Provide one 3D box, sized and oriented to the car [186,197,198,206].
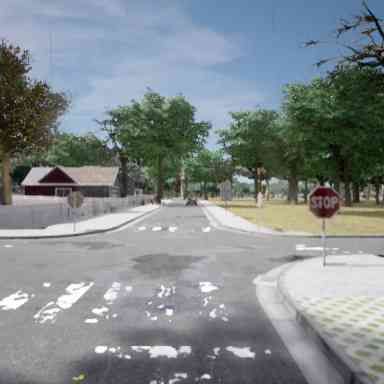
[{"bbox_3d":[-0.013,1.673,58.317,1.812,1.442,4.674,0,0,0],"label":"car"}]
